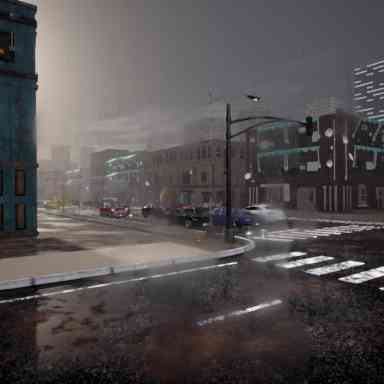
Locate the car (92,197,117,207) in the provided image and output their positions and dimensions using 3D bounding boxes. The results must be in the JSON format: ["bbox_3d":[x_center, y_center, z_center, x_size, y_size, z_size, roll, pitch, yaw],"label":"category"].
[{"bbox_3d":[-13.630,1.890,52.652,2.097,1.767,4.553,-1,0,-35],"label":"car"}]

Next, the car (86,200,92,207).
[{"bbox_3d":[-17.523,1.940,62.589,2.192,1.841,5.009,-1,0,-35],"label":"car"}]

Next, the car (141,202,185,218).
[{"bbox_3d":[-3.206,1.812,32.443,2.128,1.511,4.902,-1,0,-35],"label":"car"}]

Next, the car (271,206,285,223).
[{"bbox_3d":[5.123,1.700,25.972,1.812,1.442,4.674,-1,0,-35],"label":"car"}]

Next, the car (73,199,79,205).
[{"bbox_3d":[-27.130,2.364,76.130,1.947,1.339,4.313,-1,0,-35],"label":"car"}]

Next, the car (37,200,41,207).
[{"bbox_3d":[-30.758,2.376,66.764,2.008,1.369,4.403,-1,0,-35],"label":"car"}]

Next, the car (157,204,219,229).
[{"bbox_3d":[-0.394,1.814,23.784,1.947,1.339,4.313,-1,0,-35],"label":"car"}]

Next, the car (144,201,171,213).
[{"bbox_3d":[-4.699,1.966,44.536,1.802,1.307,4.206,-2,0,-35],"label":"car"}]

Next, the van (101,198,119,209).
[{"bbox_3d":[-14.318,1.907,58.076,1.690,1.788,3.998,-1,0,-35],"label":"van"}]

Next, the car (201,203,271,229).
[{"bbox_3d":[2.774,1.750,23.980,2.033,1.411,5.357,-1,0,-34],"label":"car"}]

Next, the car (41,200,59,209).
[{"bbox_3d":[-24.251,2.233,57.598,1.752,1.417,4.829,-1,0,-35],"label":"car"}]

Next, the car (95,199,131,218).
[{"bbox_3d":[-8.331,1.846,35.169,1.967,1.590,4.097,-1,0,-35],"label":"car"}]

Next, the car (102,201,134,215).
[{"bbox_3d":[-9.206,1.930,40.909,2.128,1.511,4.902,-1,0,-35],"label":"car"}]

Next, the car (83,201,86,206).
[{"bbox_3d":[-20.722,2.227,67.103,1.887,1.381,4.507,-1,0,-35],"label":"car"}]
